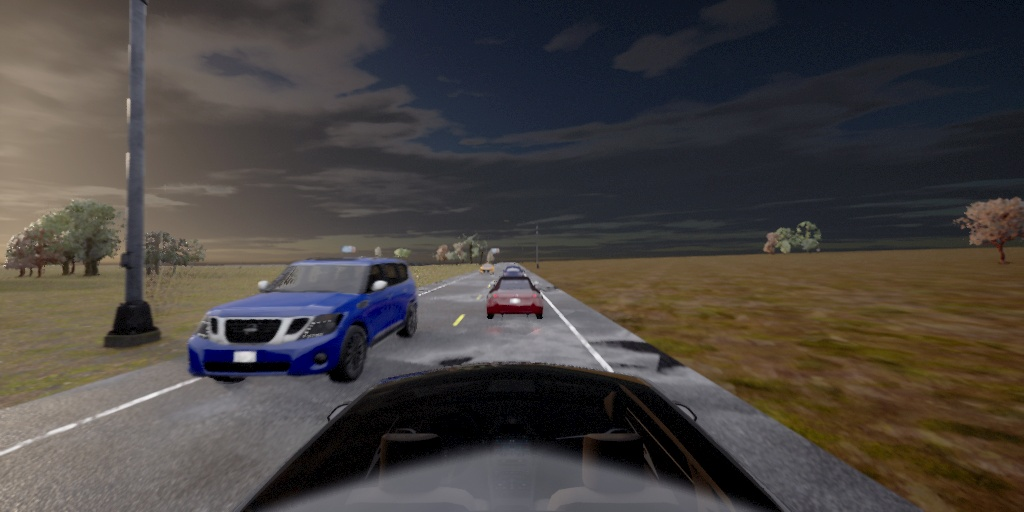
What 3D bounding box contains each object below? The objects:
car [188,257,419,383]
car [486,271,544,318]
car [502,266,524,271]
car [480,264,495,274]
[{"bbox_3d":[-3.600,1.040,7.603,2.150,2.045,5.566,0,-1,0],"label":"car"},{"bbox_3d":[0.100,1.453,13.646,1.994,1.385,4.181,0,-1,0],"label":"car"},{"bbox_3d":[0.102,1.617,31.306,1.812,1.442,4.674,0,-1,0],"label":"car"},{"bbox_3d":[-3.498,1.839,50.950,1.882,1.535,5.008,0,-1,0],"label":"car"}]
